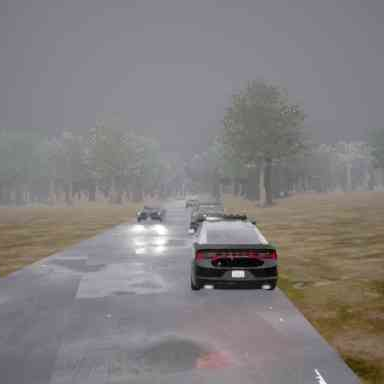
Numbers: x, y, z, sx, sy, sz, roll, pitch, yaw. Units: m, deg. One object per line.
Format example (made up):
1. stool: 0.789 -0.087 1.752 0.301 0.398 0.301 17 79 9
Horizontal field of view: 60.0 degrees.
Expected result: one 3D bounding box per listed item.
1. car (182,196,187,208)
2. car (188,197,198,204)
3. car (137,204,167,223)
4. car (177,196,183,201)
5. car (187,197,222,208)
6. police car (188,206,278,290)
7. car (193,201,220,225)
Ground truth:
1. car: 0.130 1.508 47.302 2.128 1.511 4.902 0 0 1
2. car: 0.128 1.638 63.777 1.895 1.301 4.718 0 0 0
3. car: -3.027 1.601 25.680 1.895 1.301 4.718 0 0 0
4. car: -2.748 1.653 85.911 1.994 1.385 4.181 0 0 0
5. car: 0.953 1.348 19.038 2.097 1.767 4.553 0 0 0
6. police car: 0.924 1.422 9.176 1.930 1.638 5.238 0 0 0
7. car: 0.971 1.505 25.067 1.837 1.490 4.892 0 0 0
